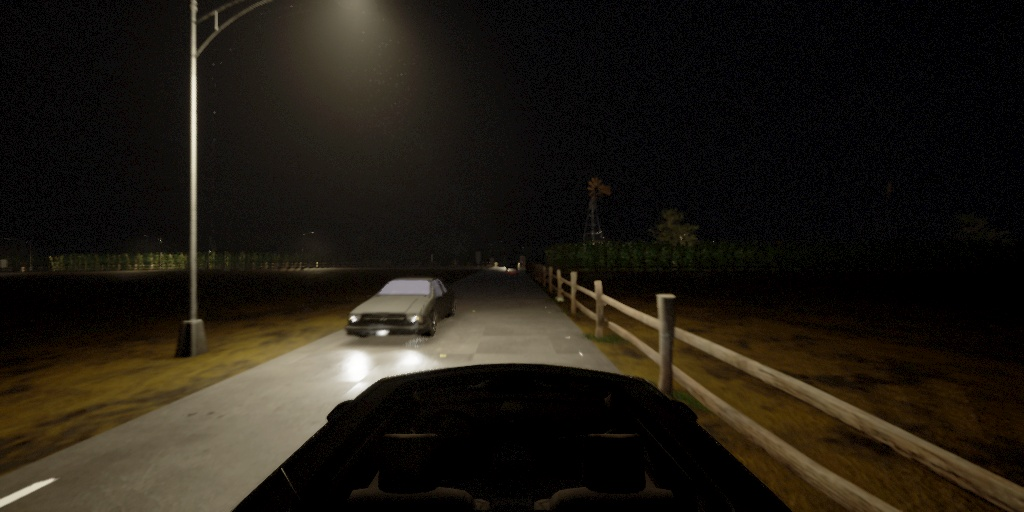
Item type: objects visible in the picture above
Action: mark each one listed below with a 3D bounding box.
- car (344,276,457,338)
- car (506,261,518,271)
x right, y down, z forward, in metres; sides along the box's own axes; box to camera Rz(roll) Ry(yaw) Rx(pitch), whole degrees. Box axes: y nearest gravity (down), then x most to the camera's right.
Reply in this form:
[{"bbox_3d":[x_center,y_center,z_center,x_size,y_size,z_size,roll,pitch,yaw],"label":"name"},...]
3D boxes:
[{"bbox_3d":[-2.834,1.308,10.518,2.033,1.411,5.357,0,0,0],"label":"car"},{"bbox_3d":[-0.019,1.562,56.258,1.837,1.490,4.892,0,-1,0],"label":"car"}]
